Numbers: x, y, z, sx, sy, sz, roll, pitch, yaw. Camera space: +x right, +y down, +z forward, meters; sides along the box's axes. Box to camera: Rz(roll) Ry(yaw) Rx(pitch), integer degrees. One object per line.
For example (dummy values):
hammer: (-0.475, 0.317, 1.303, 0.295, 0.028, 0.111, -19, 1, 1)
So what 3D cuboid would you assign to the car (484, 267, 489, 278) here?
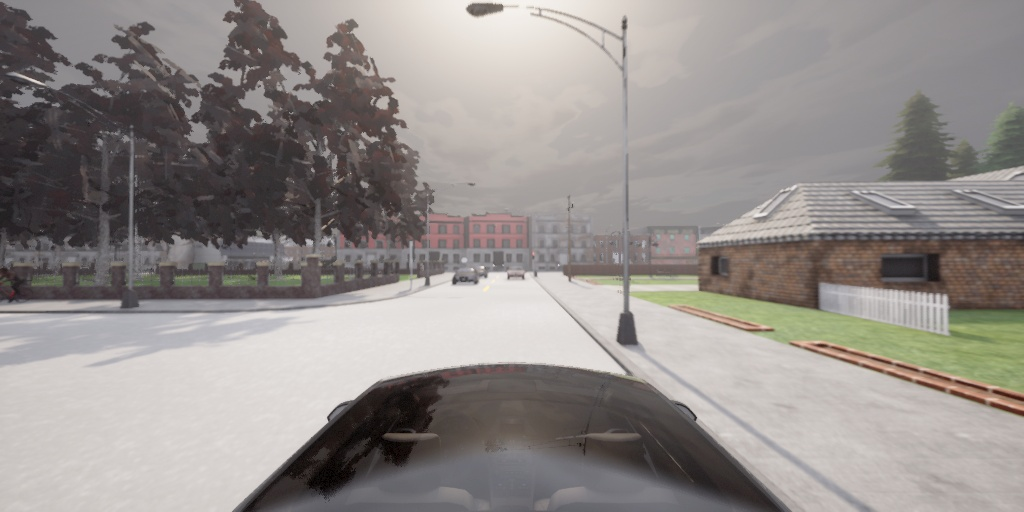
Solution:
car: (-3.734, 1.806, 40.596, 1.994, 1.385, 4.181, 0, -1, 1)

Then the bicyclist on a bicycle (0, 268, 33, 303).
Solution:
bicyclist on a bicycle: (-22.509, 1.340, 16.031, 0.582, 1.620, 1.656, 0, 0, 0)

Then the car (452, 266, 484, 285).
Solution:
car: (-3.842, 1.683, 30.612, 1.994, 1.385, 4.181, 0, -1, 1)

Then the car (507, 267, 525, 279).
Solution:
car: (0.425, 1.806, 38.549, 1.895, 1.301, 4.718, 0, -1, 0)
